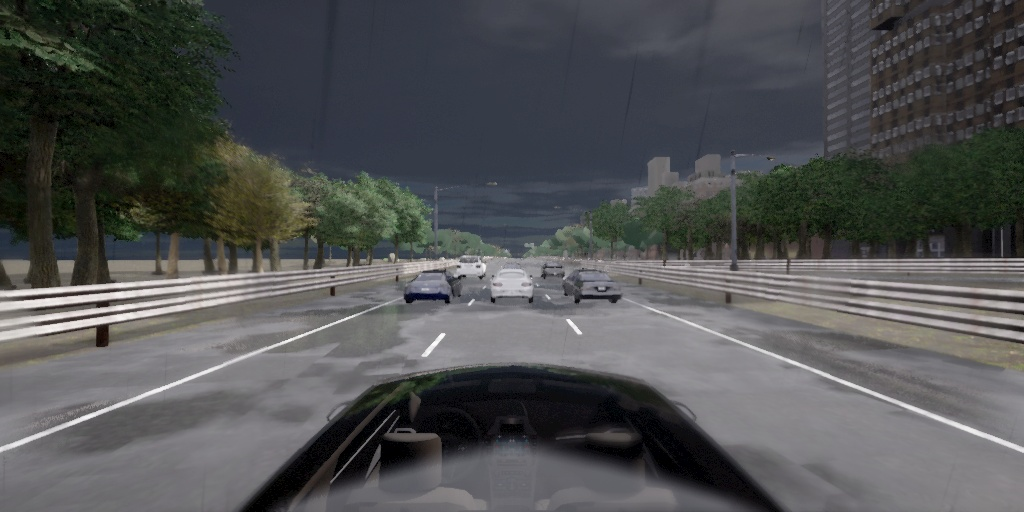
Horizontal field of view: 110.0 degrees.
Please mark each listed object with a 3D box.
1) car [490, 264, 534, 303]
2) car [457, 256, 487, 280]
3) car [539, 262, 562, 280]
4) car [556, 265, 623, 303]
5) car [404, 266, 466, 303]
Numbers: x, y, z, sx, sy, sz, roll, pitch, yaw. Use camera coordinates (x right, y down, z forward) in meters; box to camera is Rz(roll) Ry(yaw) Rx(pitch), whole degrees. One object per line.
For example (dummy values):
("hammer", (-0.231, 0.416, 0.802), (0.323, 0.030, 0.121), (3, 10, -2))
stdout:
("car", (0.000, 1.283, 16.500), (1.812, 1.442, 4.674), (0, 0, 0))
("car", (-3.501, 1.003, 31.530), (2.150, 2.045, 5.566), (0, 0, 0))
("car", (3.500, 1.242, 31.500), (2.128, 1.511, 4.902), (0, 0, 0))
("car", (3.500, 1.313, 16.500), (2.033, 1.411, 5.357), (0, 0, 0))
("car", (-3.500, 1.322, 16.500), (1.994, 1.385, 4.181), (0, 0, 0))
